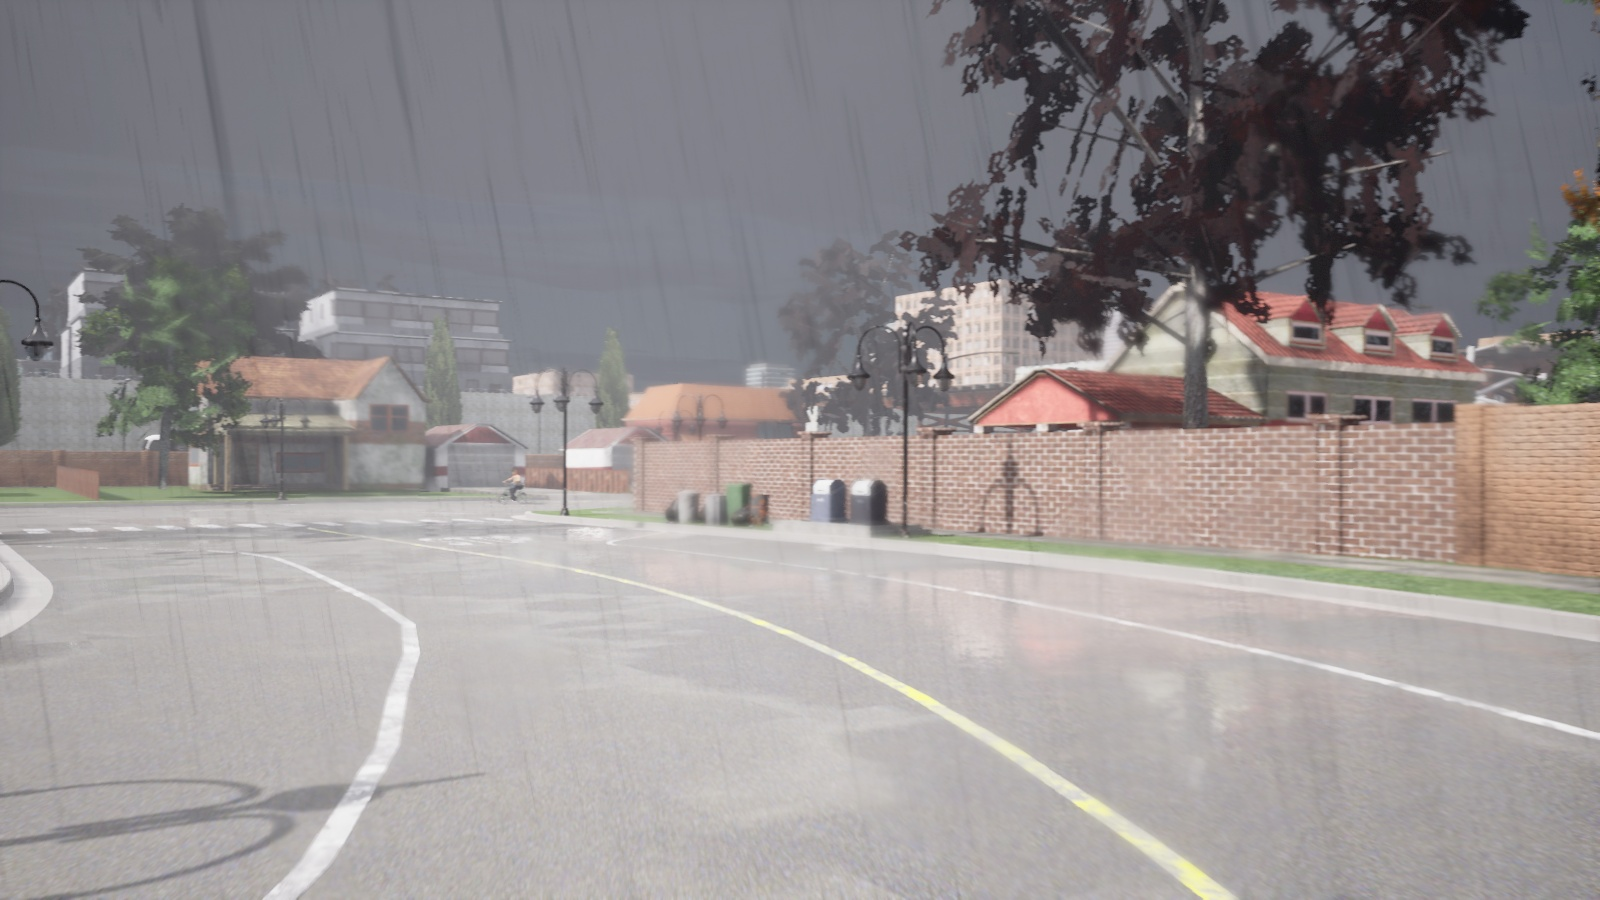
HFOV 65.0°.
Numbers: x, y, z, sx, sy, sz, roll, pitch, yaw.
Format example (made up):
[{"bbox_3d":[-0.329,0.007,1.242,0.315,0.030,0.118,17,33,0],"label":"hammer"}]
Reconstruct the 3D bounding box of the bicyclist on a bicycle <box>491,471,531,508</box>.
[{"bbox_3d":[-13.067,1.784,56.806,1.509,1.612,0.866,0,0,-45],"label":"bicyclist on a bicycle"}]
